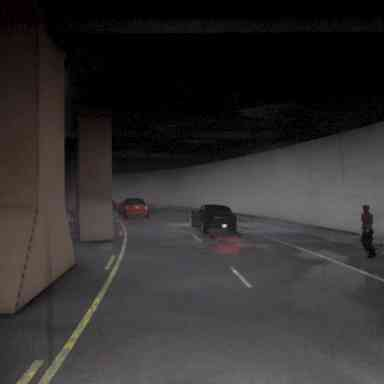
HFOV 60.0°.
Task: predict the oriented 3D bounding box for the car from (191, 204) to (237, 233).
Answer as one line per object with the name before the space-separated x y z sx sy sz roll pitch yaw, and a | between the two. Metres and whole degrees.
car | 1.180 1.488 19.647 1.837 1.490 4.892 0 0 -12

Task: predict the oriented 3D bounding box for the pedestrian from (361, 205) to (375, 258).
pedestrian | 5.893 1.284 11.172 0.375 1.860 0.375 0 0 -7

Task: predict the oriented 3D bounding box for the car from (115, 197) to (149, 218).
car | -5.310 1.330 29.765 2.097 1.767 4.553 0 0 -20

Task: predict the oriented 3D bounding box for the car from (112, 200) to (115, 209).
car | -11.152 1.490 42.773 1.812 1.442 4.674 0 0 -29
